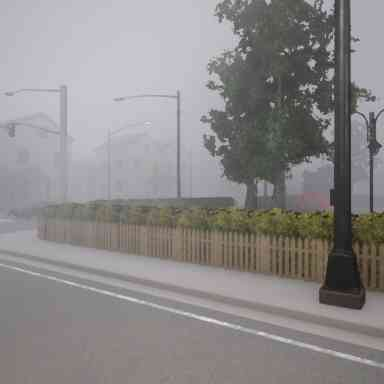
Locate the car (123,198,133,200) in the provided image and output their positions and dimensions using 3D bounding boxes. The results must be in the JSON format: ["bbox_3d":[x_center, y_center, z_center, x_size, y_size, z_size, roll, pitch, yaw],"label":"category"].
[{"bbox_3d":[-7.286,1.491,37.992,2.128,1.511,4.902,0,0,35],"label":"car"}]

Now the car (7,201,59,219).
[{"bbox_3d":[-13.231,1.547,29.448,2.033,1.411,5.357,0,0,35],"label":"car"}]

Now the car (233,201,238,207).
[{"bbox_3d":[5.067,1.601,49.275,1.895,1.301,4.718,0,0,35],"label":"car"}]
